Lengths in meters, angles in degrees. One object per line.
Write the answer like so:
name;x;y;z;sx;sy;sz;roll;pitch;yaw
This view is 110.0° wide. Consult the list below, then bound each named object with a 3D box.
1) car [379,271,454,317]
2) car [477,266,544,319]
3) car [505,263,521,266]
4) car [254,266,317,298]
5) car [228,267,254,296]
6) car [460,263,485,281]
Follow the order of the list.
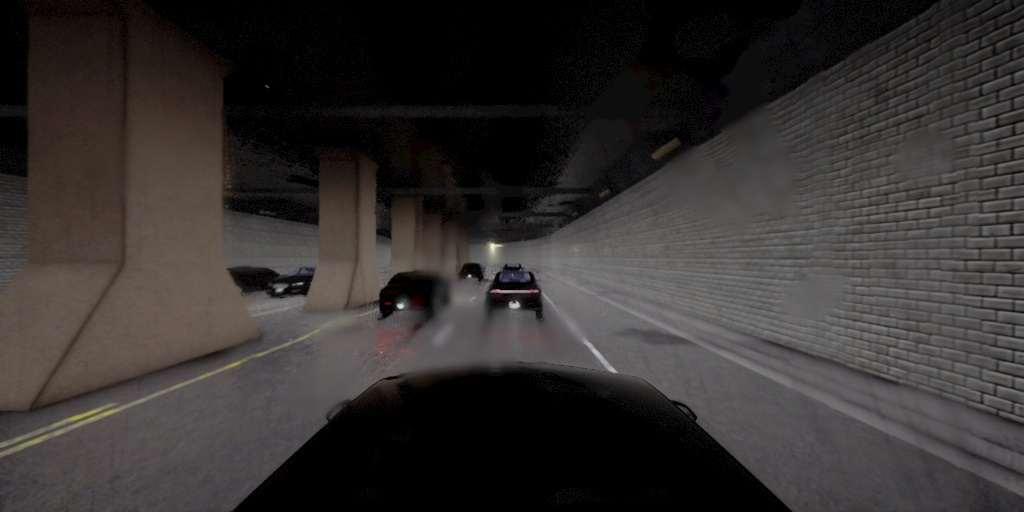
car;-3.405;1.299;13.479;1.837;1.490;4.892;0;0;0
car;0.095;1.284;13.111;2.128;1.511;4.902;0;0;0
car;0.086;1.352;31.223;2.128;1.511;4.902;0;0;0
car;-10.578;1.308;18.796;2.128;1.511;4.902;0;0;0
car;-14.079;1.322;18.731;1.837;1.490;4.892;0;-1;0
car;-3.414;1.366;31.289;1.837;1.490;4.892;0;0;0
